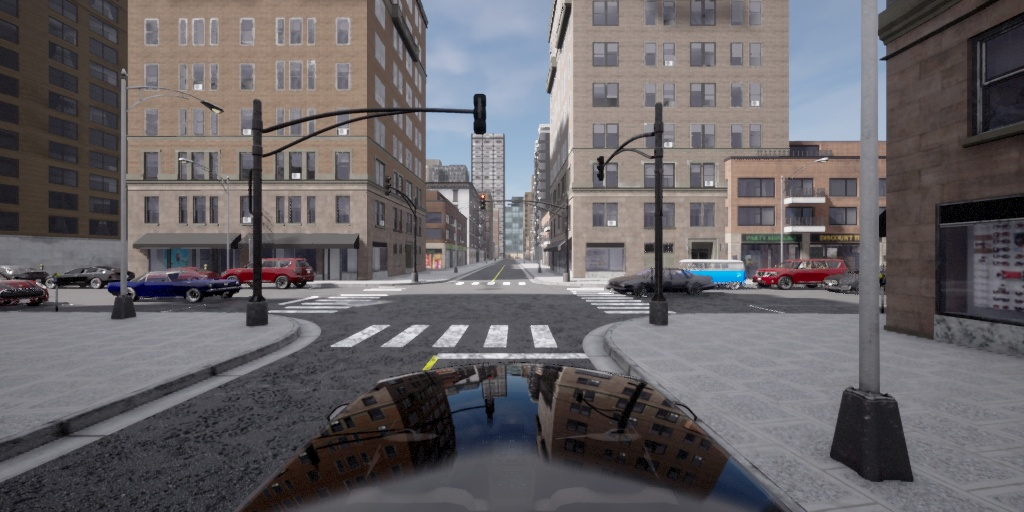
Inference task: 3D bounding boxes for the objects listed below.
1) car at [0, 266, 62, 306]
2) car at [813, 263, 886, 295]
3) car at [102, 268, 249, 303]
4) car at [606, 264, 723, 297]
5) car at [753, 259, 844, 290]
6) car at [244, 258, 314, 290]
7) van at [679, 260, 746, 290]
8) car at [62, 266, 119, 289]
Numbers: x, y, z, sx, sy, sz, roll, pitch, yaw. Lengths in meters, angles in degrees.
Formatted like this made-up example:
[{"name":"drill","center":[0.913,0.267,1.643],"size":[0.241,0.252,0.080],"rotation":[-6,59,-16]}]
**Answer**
[{"name":"car","center":[-20.457,1.179,13.604],"size":[4.097,1.591,1.967],"rotation":[0,0,0]},{"name":"car","center":[19.449,1.278,19.142],"size":[4.892,1.490,1.837],"rotation":[0,0,0]},{"name":"car","center":[-15.000,1.345,16.155],"size":[4.718,1.301,1.895],"rotation":[0,0,3]},{"name":"car","center":[7.691,1.311,18.623],"size":[5.357,1.411,2.033],"rotation":[0,0,-10]},{"name":"car","center":[17.634,1.086,21.910],"size":[5.009,1.841,2.192],"rotation":[0,0,0]},{"name":"car","center":[-14.909,1.058,22.098],"size":[5.009,1.841,2.192],"rotation":[0,0,0]},{"name":"van","center":[12.038,1.107,21.942],"size":[3.998,1.789,1.690],"rotation":[0,0,0]},{"name":"car","center":[-25.956,1.298,22.162],"size":[4.313,1.339,1.948],"rotation":[0,0,0]}]
